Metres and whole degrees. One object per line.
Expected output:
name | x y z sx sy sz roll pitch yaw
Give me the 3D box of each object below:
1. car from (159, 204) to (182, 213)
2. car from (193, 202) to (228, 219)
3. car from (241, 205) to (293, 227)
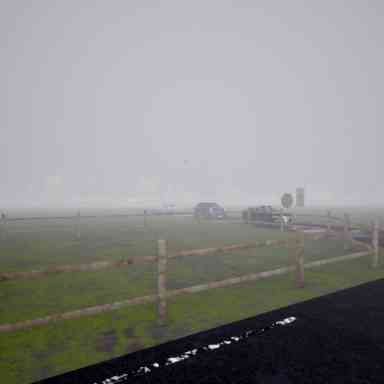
car | -3.000 2.323 45.810 1.895 1.301 4.718 1 -1 -23
car | 1.864 1.841 34.555 2.097 1.767 4.553 1 -1 -23
car | 5.685 1.798 25.714 2.128 1.511 4.902 1 -1 -23
